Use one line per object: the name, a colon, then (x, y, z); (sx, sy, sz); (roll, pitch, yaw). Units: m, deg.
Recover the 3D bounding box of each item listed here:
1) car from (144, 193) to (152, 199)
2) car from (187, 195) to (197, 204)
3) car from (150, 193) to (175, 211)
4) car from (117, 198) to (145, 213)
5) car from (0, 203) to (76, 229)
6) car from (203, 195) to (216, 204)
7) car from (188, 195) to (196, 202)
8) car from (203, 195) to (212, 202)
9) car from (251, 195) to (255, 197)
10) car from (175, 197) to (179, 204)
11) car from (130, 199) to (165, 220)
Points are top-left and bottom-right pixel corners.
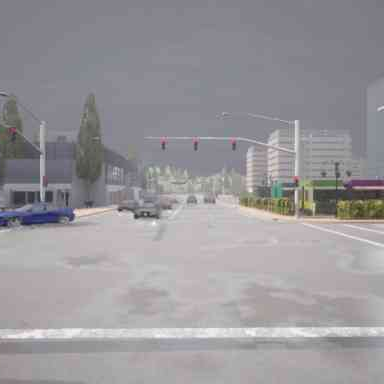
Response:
car: (-7.092, 1.220, 58.159); (2.150, 2.045, 5.566); (0, 0, 0)
car: (-0.016, 1.491, 63.705); (2.128, 1.511, 4.902); (0, 0, 0)
car: (-3.609, 1.351, 41.435); (2.097, 1.767, 4.553); (0, 0, 0)
car: (-7.109, 1.547, 37.859); (2.033, 1.411, 5.357); (0, 0, 0)
car: (-10.206, 1.478, 21.800); (1.882, 1.535, 5.008); (2, 1, 44)
car: (3.484, 1.491, 63.706); (2.128, 1.511, 4.902); (0, 0, 0)
car: (-0.018, 1.372, 73.979); (1.837, 1.490, 4.892); (0, 0, 0)
car: (3.482, 1.397, 73.981); (1.812, 1.442, 4.674); (0, 0, 0)
car: (17.748, 1.153, 86.877); (4.605, 1.855, 1.932); (0, 0, -2)
car: (-3.565, 1.600, 62.947); (1.895, 1.301, 4.718); (0, 0, 1)
car: (-3.609, 1.564, 27.710); (1.994, 1.385, 4.181); (0, 0, 0)
